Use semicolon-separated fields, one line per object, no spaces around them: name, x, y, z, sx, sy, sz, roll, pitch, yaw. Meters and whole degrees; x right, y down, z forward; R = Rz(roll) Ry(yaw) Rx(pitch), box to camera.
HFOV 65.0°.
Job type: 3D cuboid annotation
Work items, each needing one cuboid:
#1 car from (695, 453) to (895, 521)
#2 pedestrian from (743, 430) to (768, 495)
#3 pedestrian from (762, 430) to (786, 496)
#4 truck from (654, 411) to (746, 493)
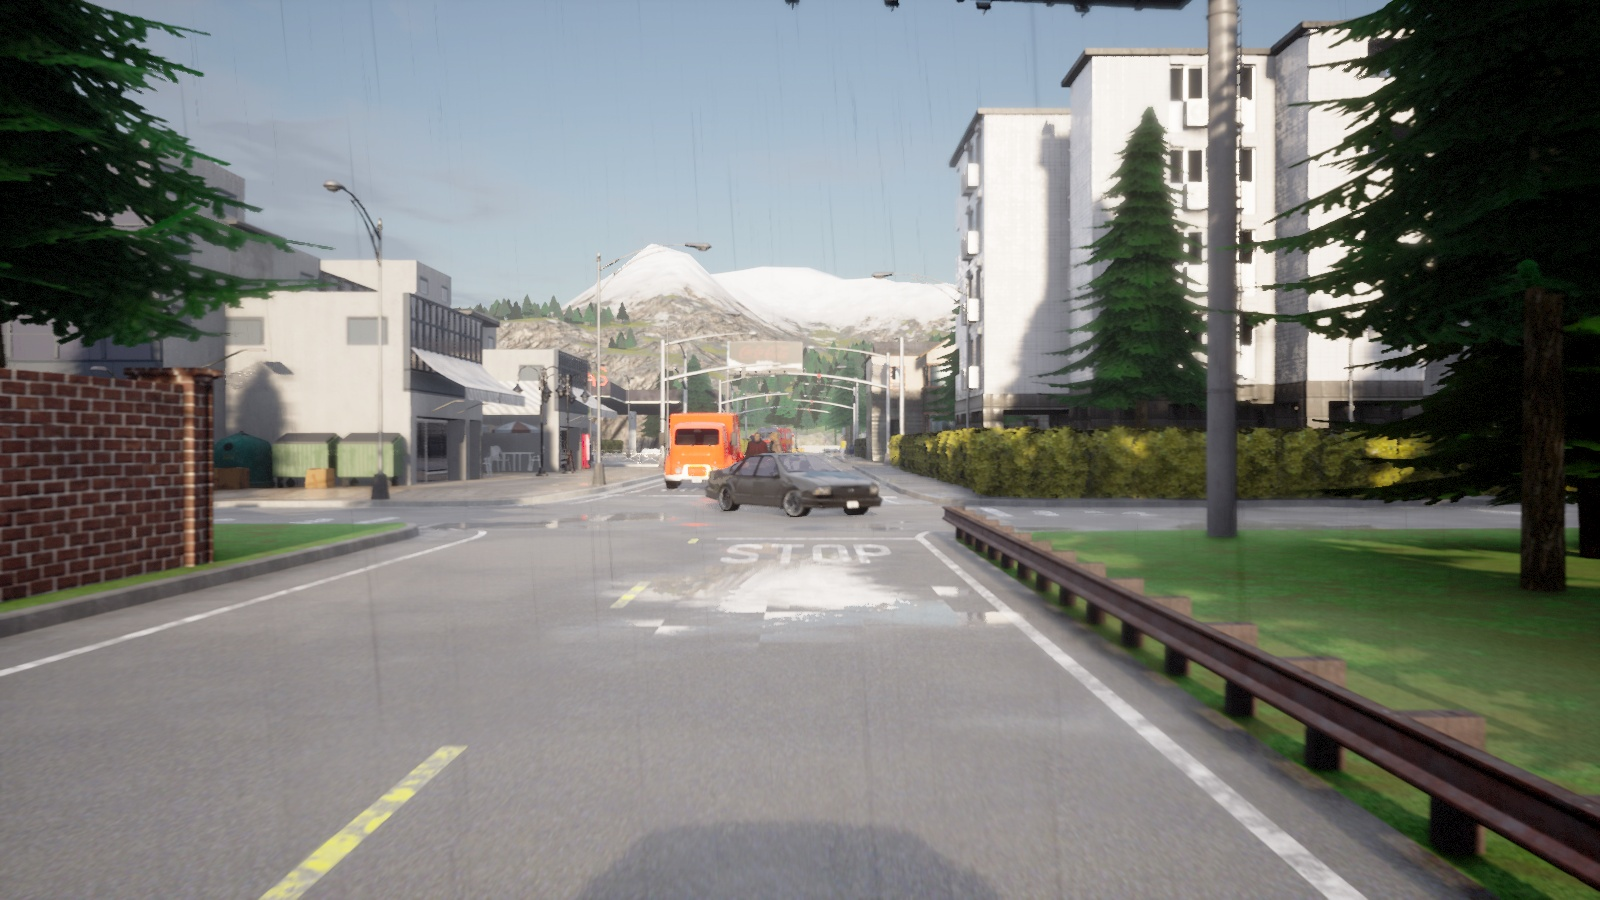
car;-0.255;0.779;29.121;2.033;1.411;5.357;0;0;-33
pedestrian;-1.255;0.352;35.754;0.634;1.844;0.899;0;0;2
pedestrian;-0.735;0.372;35.435;0.634;1.846;0.331;0;0;3
truck;-3.244;-0.014;42.063;2.627;2.467;5.204;0;3;0
